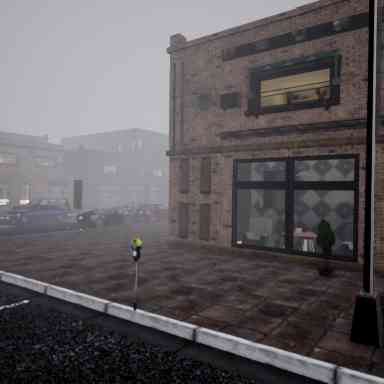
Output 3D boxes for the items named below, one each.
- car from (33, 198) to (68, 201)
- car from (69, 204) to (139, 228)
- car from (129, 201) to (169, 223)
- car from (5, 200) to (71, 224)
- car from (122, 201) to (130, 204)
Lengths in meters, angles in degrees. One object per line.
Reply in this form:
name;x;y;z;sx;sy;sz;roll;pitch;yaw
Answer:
car;-13.054;1.415;29.073;2.192;1.841;5.009;0;0;36
car;-6.281;1.797;24.142;1.947;1.339;4.313;0;0;36
car;-3.015;1.724;28.629;1.967;1.590;4.097;0;0;36
car;-12.015;1.649;26.086;1.812;1.442;4.674;1;0;36
car;-6.231;1.708;34.043;2.128;1.511;4.902;1;0;36
